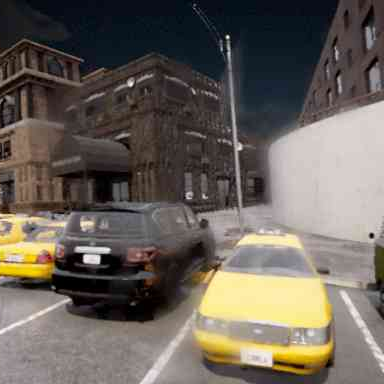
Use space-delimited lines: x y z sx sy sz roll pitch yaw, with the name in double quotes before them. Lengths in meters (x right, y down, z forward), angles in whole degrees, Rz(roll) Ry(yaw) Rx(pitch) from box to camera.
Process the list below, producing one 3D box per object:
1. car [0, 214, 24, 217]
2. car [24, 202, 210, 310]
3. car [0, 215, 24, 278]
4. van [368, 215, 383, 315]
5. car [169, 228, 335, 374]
"car" -5.766 1.542 11.777 1.946 1.575 5.366 0 -1 16
"car" -0.947 1.257 8.142 2.435 2.045 5.566 0 -1 16
"car" -3.334 1.522 10.034 1.946 1.575 5.366 0 -1 16
"van" 3.950 1.275 4.745 1.878 1.987 4.442 0 -1 16
"car" 1.431 1.496 6.191 1.946 1.575 5.366 0 -1 16
